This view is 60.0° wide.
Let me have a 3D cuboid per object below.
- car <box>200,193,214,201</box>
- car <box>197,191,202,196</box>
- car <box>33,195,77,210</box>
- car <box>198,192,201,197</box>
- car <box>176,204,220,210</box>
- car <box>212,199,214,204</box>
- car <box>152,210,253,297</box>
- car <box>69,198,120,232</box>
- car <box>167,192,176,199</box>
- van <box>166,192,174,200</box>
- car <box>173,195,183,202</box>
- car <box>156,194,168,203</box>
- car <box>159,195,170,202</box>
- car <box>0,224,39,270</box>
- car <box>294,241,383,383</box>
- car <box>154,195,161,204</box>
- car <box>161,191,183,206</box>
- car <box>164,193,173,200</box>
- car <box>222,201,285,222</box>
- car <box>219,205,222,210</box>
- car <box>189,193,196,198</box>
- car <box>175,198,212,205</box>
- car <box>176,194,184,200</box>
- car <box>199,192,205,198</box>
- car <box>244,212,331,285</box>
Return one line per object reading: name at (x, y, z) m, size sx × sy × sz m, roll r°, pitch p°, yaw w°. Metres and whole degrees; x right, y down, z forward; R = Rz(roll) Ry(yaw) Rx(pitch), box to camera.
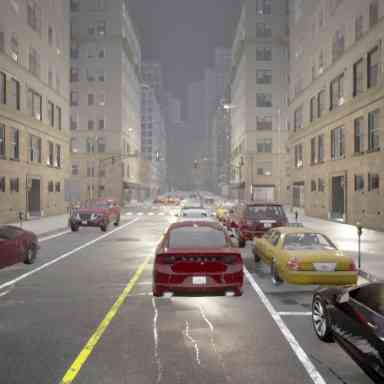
car at (2.877, 1.367, 57.860) m, size 2.008 × 1.369 × 4.403 m, roll 0°, pitch 0°, yaw 0°
car at (2.941, 1.024, 90.400) m, size 1.967 × 1.590 × 4.097 m, roll 1°, pitch 0°, yaw 0°
car at (-16.747, 1.291, 40.881) m, size 4.553 × 1.767 × 2.097 m, roll 0°, pitch 0°, yaw 0°
car at (2.919, 1.250, 79.556) m, size 1.802 × 1.307 × 4.206 m, roll 1°, pitch 0°, yaw 0°
car at (0.129, 1.510, 16.113) m, size 1.812 × 1.442 × 4.674 m, roll 0°, pitch 0°, yaw 0°
car at (2.815, 1.486, 25.926) m, size 1.752 × 1.417 × 4.829 m, roll 0°, pitch 0°, yaw 0°
car at (0.088, 1.473, 8.612) m, size 1.882 × 1.535 × 5.008 m, roll 0°, pitch 0°, yaw -1°
car at (-5.720, 1.291, 20.226) m, size 2.192 × 1.841 × 5.009 m, roll 0°, pitch 0°, yaw 0°
car at (-5.583, 0.899, 90.422) m, size 2.192 × 1.841 × 5.009 m, roll 1°, pitch 0°, yaw 0°
van at (-5.593, 0.968, 84.999) m, size 1.690 × 1.788 × 3.998 m, roll 1°, pitch 0°, yaw 0°
car at (-2.868, 1.288, 70.445) m, size 1.994 × 1.385 × 4.181 m, roll 0°, pitch 0°, yaw 0°
car at (-5.636, 1.224, 63.308) m, size 1.967 × 1.590 × 4.097 m, roll 1°, pitch 0°, yaw 0°
car at (-5.627, 1.292, 68.731) m, size 1.887 × 1.381 × 4.507 m, roll 1°, pitch 0°, yaw 0°
car at (-5.743, 1.577, 9.120) m, size 1.802 × 1.307 × 4.206 m, roll 0°, pitch 0°, yaw 0°
car at (2.772, 1.566, 3.546) m, size 1.947 × 1.339 × 4.313 m, roll 0°, pitch 0°, yaw 0°
car at (-5.648, 1.361, 57.884) m, size 1.887 × 1.381 × 4.507 m, roll 0°, pitch 0°, yaw 0°
car at (-3.051, 1.204, 51.711) m, size 2.097 × 1.767 × 4.553 m, roll 0°, pitch 0°, yaw 2°
car at (-5.605, 1.108, 79.577) m, size 1.967 × 1.590 × 4.097 m, roll 1°, pitch 0°, yaw 0°
car at (2.795, 1.302, 14.651) m, size 2.192 × 1.841 × 5.009 m, roll 0°, pitch 0°, yaw 0°
car at (2.805, 1.558, 20.202) m, size 1.802 × 1.307 × 4.206 m, roll 0°, pitch 0°, yaw 0°
car at (0.175, 1.061, 93.182) m, size 1.837 × 1.490 × 4.892 m, roll 0°, pitch 0°, yaw 0°
car at (0.121, 1.454, 25.256) m, size 2.128 × 1.511 × 4.902 m, roll 0°, pitch 0°, yaw 0°
car at (-2.849, 1.184, 80.714) m, size 1.812 × 1.442 × 4.674 m, roll 0°, pitch 0°, yaw 0°
car at (2.899, 1.271, 68.877) m, size 1.752 × 1.417 × 4.829 m, roll 1°, pitch 0°, yaw 0°
car at (2.784, 1.520, 9.267) m, size 1.752 × 1.417 × 4.829 m, roll 0°, pitch 0°, yaw 0°
